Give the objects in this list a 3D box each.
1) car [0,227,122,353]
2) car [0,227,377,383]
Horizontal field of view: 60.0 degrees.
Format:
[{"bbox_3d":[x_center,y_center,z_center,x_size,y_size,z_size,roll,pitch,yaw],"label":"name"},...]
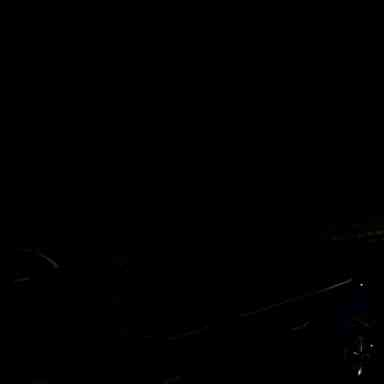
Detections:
[{"bbox_3d":[-3.728,1.505,5.018,4.892,1.490,1.837,0,0,-35],"label":"car"},{"bbox_3d":[0.039,1.356,3.712,4.553,1.767,2.097,0,0,-35],"label":"car"}]
